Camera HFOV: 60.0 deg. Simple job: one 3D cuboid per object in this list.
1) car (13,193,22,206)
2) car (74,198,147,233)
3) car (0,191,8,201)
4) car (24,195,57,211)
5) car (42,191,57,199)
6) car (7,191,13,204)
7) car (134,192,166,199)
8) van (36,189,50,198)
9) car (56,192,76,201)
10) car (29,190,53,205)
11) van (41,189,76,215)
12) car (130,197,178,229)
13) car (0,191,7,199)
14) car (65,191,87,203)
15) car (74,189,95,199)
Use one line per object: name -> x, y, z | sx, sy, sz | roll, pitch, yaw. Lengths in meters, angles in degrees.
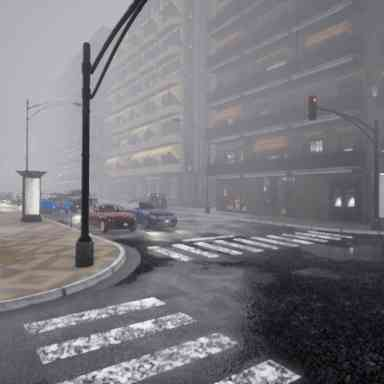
car -> -17.643, 0.907, 35.937 | 1.887, 1.381, 4.507 | 2, 0, -36
car -> -4.441, 1.259, 17.562 | 1.887, 1.381, 4.507 | 2, 0, -36
car -> -27.542, 0.539, 49.719 | 1.967, 1.590, 4.097 | 2, 0, -36
car -> -14.343, 0.995, 31.344 | 1.887, 1.381, 4.507 | 2, 0, -36
car -> -27.444, 0.526, 63.941 | 1.752, 1.417, 4.829 | 2, 0, -36
car -> -20.844, 0.803, 40.393 | 1.752, 1.417, 4.829 | 2, 0, -36
car -> -4.235, 0.933, 31.645 | 2.192, 1.841, 5.009 | 2, 0, -36
van -> -30.640, 0.257, 68.397 | 1.690, 1.788, 3.998 | 2, 0, -36
car -> -20.744, 0.745, 54.614 | 1.947, 1.339, 4.313 | 2, 0, -36
car -> -19.717, 0.627, 43.334 | 2.097, 1.767, 4.553 | 1, 1, -35
van -> -11.036, 0.879, 26.749 | 1.690, 1.788, 3.998 | 2, 0, -36
car -> -2.678, 1.256, 19.528 | 1.812, 1.442, 4.674 | 1, 1, -36
car -> -34.146, 0.468, 58.907 | 1.887, 1.381, 4.507 | 2, 0, -36
car -> -17.440, 0.707, 50.021 | 1.967, 1.590, 4.097 | 2, 0, -36
car -> -10.184, 0.751, 29.979 | 2.150, 2.045, 5.566 | 1, 1, -36
